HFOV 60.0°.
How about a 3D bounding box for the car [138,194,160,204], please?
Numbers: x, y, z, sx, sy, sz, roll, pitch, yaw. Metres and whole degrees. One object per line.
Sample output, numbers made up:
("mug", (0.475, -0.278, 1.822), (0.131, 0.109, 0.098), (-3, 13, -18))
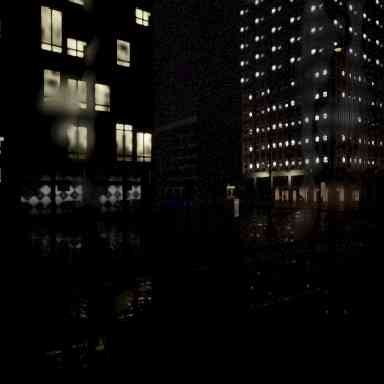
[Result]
("car", (-7.846, 1.203, 59.831), (1.882, 1.535, 5.008), (-1, 1, -34))

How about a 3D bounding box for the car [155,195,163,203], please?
("car", (-3.913, 1.035, 58.659), (2.192, 1.841, 5.009), (0, 0, -34))

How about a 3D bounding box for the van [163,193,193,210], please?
("van", (-1.517, 1.210, 40.203), (1.690, 1.788, 3.998), (0, 0, -34))

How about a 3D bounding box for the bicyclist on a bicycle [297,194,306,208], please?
("bicyclist on a bicycle", (12.874, 1.117, 39.154), (1.656, 1.620, 0.582), (-1, 1, -34))

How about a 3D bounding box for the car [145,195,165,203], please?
("car", (-7.023, 1.237, 63.244), (1.887, 1.381, 4.507), (0, 0, -34))
